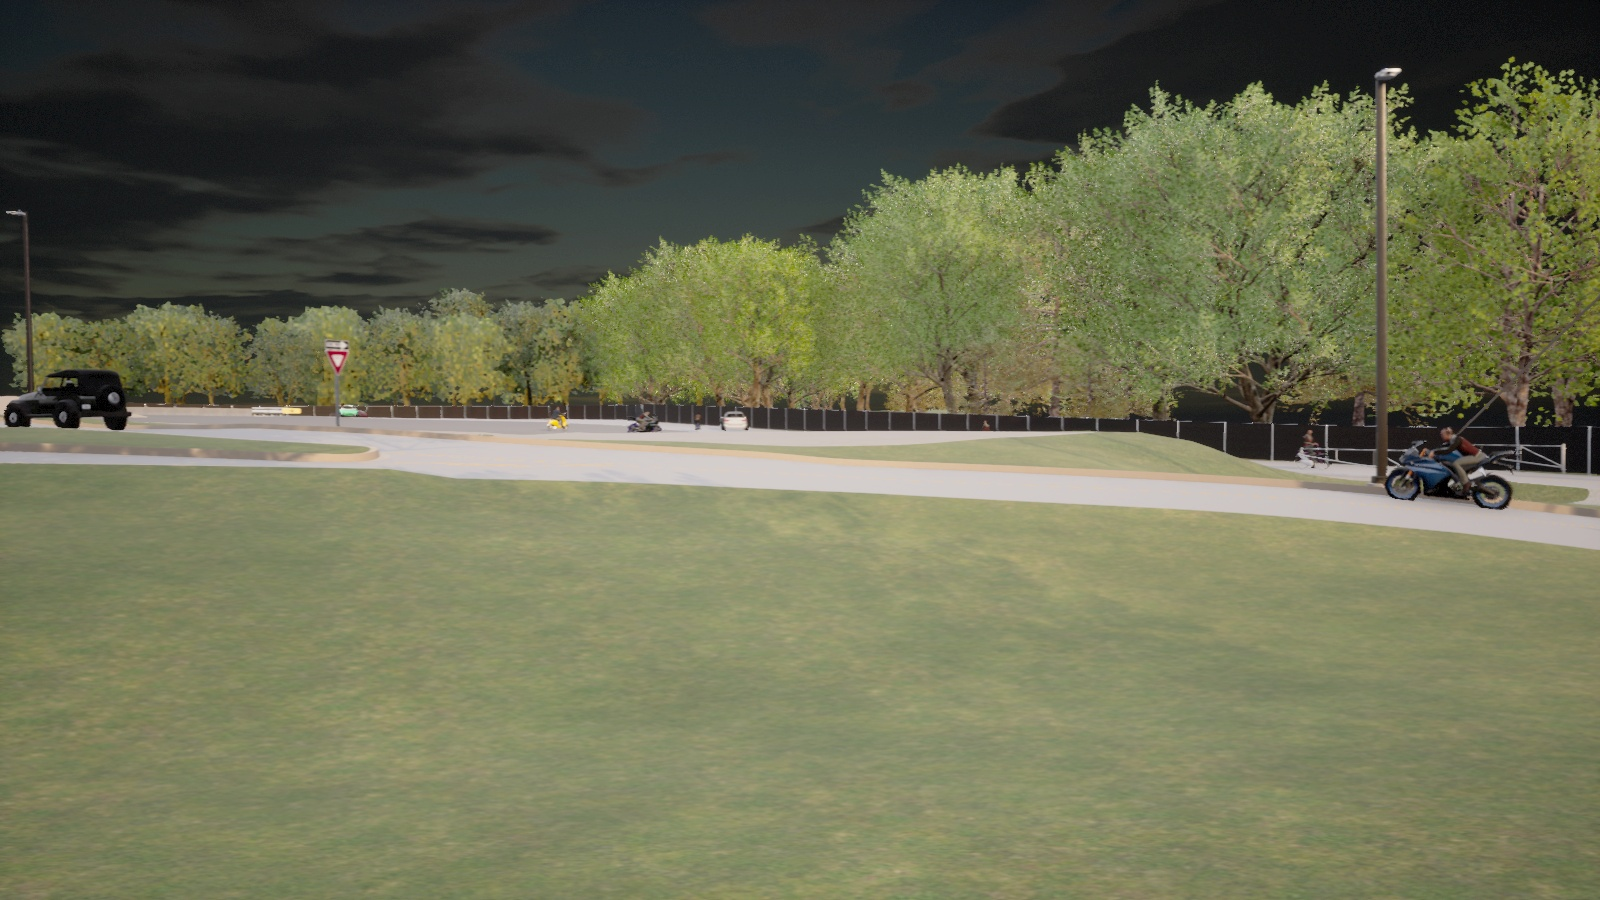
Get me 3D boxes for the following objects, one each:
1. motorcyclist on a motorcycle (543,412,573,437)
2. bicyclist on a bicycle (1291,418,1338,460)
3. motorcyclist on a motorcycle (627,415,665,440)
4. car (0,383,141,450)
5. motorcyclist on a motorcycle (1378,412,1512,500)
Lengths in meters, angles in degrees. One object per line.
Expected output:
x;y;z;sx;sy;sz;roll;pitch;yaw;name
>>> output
-15.716;-1.669;81.526;0.866;1.590;1.817;0;1;37;motorcyclist on a motorcycle
22.153;-0.479;54.098;0.659;1.776;1.843;-3;2;-25;bicyclist on a bicycle
-9.717;-1.443;79.027;2.191;1.530;0.866;1;1;-25;motorcyclist on a motorcycle
-22.593;-1.031;38.819;3.866;1.878;1.905;-1;2;25;car
12.564;0.079;24.477;2.191;1.530;0.866;5;4;29;motorcyclist on a motorcycle
